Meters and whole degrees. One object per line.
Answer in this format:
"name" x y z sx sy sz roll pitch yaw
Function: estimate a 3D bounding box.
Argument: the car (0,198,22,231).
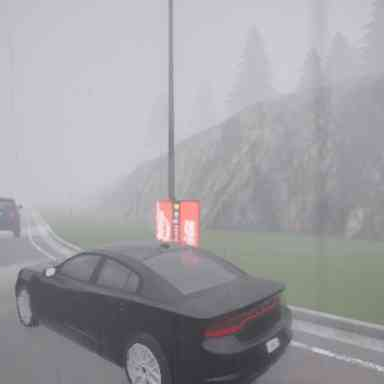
"car" -10.761 1.330 18.459 2.150 2.045 5.566 0 0 -28

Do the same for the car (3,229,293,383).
"car" -0.988 1.500 5.206 5.008 1.535 1.882 -1 0 41

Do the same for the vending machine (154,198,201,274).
"vending machine" -0.436 1.232 9.968 1.100 2.100 0.880 0 0 -43
